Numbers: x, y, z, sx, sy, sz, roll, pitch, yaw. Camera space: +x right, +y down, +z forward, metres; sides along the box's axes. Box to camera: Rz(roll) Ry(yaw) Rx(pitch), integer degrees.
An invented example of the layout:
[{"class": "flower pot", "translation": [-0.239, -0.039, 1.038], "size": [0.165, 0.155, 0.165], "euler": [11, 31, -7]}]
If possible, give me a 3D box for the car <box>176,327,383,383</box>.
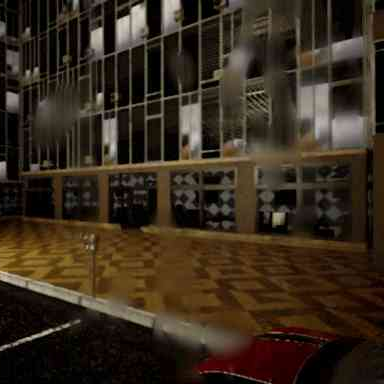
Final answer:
[{"class": "car", "translation": [1.612, 1.440, 1.726], "size": [4.097, 1.590, 1.967], "euler": [0, 0, 36]}]
